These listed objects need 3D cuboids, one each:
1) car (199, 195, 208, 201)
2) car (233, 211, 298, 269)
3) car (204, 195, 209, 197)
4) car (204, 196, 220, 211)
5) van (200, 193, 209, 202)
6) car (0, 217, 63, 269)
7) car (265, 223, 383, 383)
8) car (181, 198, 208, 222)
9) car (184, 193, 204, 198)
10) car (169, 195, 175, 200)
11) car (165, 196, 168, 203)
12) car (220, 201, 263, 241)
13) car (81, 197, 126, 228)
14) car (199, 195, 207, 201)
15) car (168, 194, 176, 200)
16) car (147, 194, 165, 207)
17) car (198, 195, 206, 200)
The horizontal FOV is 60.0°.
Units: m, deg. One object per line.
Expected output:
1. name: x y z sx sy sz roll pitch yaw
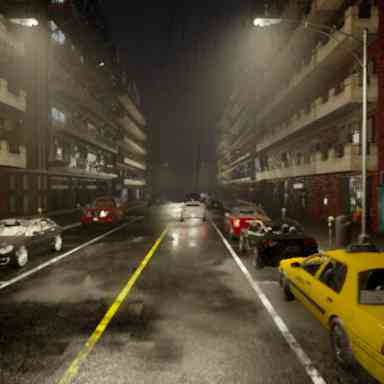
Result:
1. car: 2.663 1.420 78.148 2.008 1.369 4.403 -1 0 0
2. car: 2.678 1.546 10.924 1.947 1.339 4.313 -1 0 0
3. car: 2.671 1.474 44.537 2.008 1.369 4.403 -1 0 0
4. car: 2.672 1.498 38.934 1.947 1.339 4.313 -1 0 0
5. van: 2.661 1.219 72.546 1.690 1.788 3.998 -1 0 0
6. car: -5.702 1.532 10.951 2.008 1.369 4.403 -1 0 0
7. car: 2.679 1.515 5.492 1.752 1.417 4.829 -1 0 0
8. car: 0.095 1.480 26.107 1.812 1.442 4.674 0 0 0
9. car: 0.094 1.148 43.978 2.150 2.045 5.566 0 0 0
10. car: -5.720 1.419 89.379 1.947 1.339 4.313 -1 0 0
11. car: -5.715 1.220 55.767 2.192 1.841 5.009 -1 0 0
12. car: 2.675 1.410 16.526 1.967 1.590 4.097 -1 0 0
13. car: -5.708 1.277 22.155 2.192 1.841 5.009 -1 0 0
14. car: 2.661 1.405 83.750 1.887 1.381 4.507 -1 0 0
15. car: -5.722 1.389 94.981 1.887 1.381 4.507 -1 0 0
16. car: -5.711 1.465 50.165 2.008 1.369 4.403 -1 0 0
17. car: 2.660 1.418 89.352 1.947 1.339 4.313 -1 0 0
